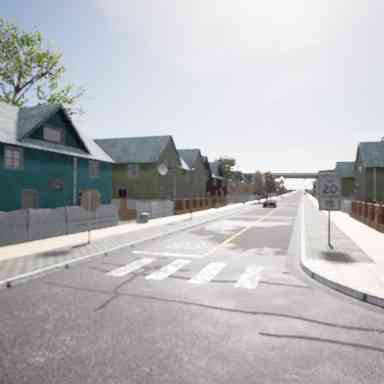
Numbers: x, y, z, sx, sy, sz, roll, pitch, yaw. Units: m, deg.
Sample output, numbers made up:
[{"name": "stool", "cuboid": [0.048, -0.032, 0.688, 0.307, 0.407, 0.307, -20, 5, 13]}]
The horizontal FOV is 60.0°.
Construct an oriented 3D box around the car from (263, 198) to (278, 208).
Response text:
[{"name": "car", "cuboid": [11.776, 1.631, 50.085, 1.895, 1.301, 4.718, 0, 0, 18]}]
